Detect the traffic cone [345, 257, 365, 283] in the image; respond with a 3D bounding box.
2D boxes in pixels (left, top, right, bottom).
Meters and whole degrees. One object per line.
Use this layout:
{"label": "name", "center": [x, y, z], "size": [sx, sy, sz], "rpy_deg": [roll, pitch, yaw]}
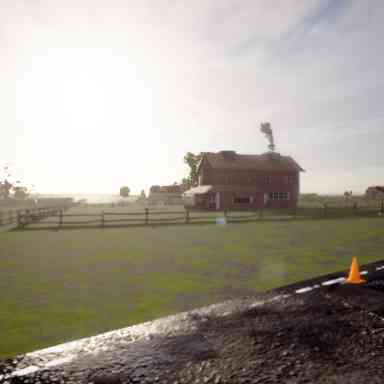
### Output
{"label": "traffic cone", "center": [4.136, 1.956, 8.442], "size": [0.340, 0.580, 0.340], "rpy_deg": [0, 0, -36]}
